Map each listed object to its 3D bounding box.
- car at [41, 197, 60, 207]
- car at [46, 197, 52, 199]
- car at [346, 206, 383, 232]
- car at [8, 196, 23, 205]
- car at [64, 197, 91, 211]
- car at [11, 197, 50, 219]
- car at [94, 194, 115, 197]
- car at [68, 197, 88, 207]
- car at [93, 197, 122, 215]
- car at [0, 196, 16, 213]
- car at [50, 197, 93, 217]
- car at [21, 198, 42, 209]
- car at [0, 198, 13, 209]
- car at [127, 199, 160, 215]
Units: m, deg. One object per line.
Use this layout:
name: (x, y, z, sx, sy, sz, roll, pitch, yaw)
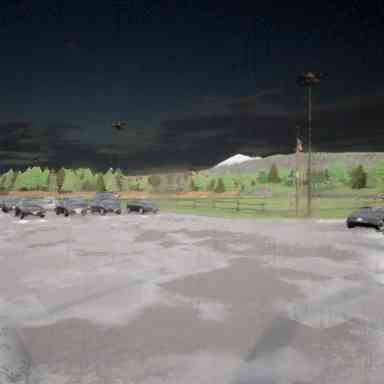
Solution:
car: (-22.169, 1.525, 52.143, 1.812, 1.442, 4.674, 0, 0, -35)
car: (-16.785, 1.601, 38.665, 1.895, 1.301, 4.718, 0, 0, -36)
car: (11.364, 1.565, 20.447, 4.181, 1.385, 1.994, 0, 0, -36)
car: (-31.187, 1.525, 58.715, 1.812, 1.442, 4.674, 0, 0, -36)
car: (-14.207, 1.478, 41.085, 1.882, 1.535, 5.008, 0, 0, -36)
car: (-14.240, 1.505, 29.171, 1.837, 1.490, 4.892, 0, 0, -36)
car: (-10.908, 1.222, 42.499, 2.150, 2.045, 5.566, 0, 0, -35)
car: (-17.997, 1.526, 52.345, 1.812, 1.442, 4.674, 0, 0, -35)
car: (-8.706, 1.505, 33.471, 1.837, 1.490, 4.892, 0, 0, -36)
car: (-19.582, 1.491, 36.579, 2.128, 1.511, 4.902, 0, 0, -35)
car: (-11.382, 1.492, 31.195, 2.128, 1.511, 4.902, 0, 0, -36)
car: (-22.657, 1.564, 46.808, 1.994, 1.385, 4.181, 0, 0, -36)
car: (-26.129, 1.547, 45.635, 2.033, 1.411, 5.357, 0, 0, -36)
car: (-5.140, 1.505, 34.517, 1.837, 1.490, 4.892, 0, 0, -36)
